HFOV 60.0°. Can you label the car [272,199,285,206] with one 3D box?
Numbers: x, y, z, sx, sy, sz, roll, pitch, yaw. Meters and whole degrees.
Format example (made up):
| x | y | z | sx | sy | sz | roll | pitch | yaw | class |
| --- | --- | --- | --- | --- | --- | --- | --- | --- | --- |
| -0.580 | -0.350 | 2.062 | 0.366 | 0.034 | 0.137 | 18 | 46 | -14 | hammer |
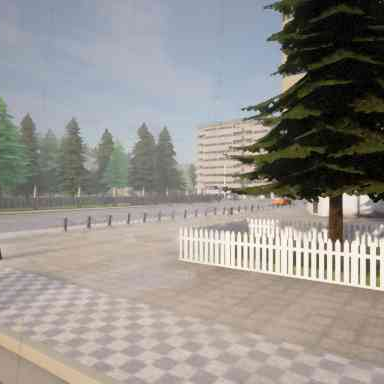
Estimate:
| x | y | z | sx | sy | sz | roll | pitch | yaw | class |
| --- | --- | --- | --- | --- | --- | --- | --- | --- | --- |
| 15.370 | 1.352 | 56.721 | 2.097 | 1.767 | 4.553 | 0 | 0 | 36 | car |
